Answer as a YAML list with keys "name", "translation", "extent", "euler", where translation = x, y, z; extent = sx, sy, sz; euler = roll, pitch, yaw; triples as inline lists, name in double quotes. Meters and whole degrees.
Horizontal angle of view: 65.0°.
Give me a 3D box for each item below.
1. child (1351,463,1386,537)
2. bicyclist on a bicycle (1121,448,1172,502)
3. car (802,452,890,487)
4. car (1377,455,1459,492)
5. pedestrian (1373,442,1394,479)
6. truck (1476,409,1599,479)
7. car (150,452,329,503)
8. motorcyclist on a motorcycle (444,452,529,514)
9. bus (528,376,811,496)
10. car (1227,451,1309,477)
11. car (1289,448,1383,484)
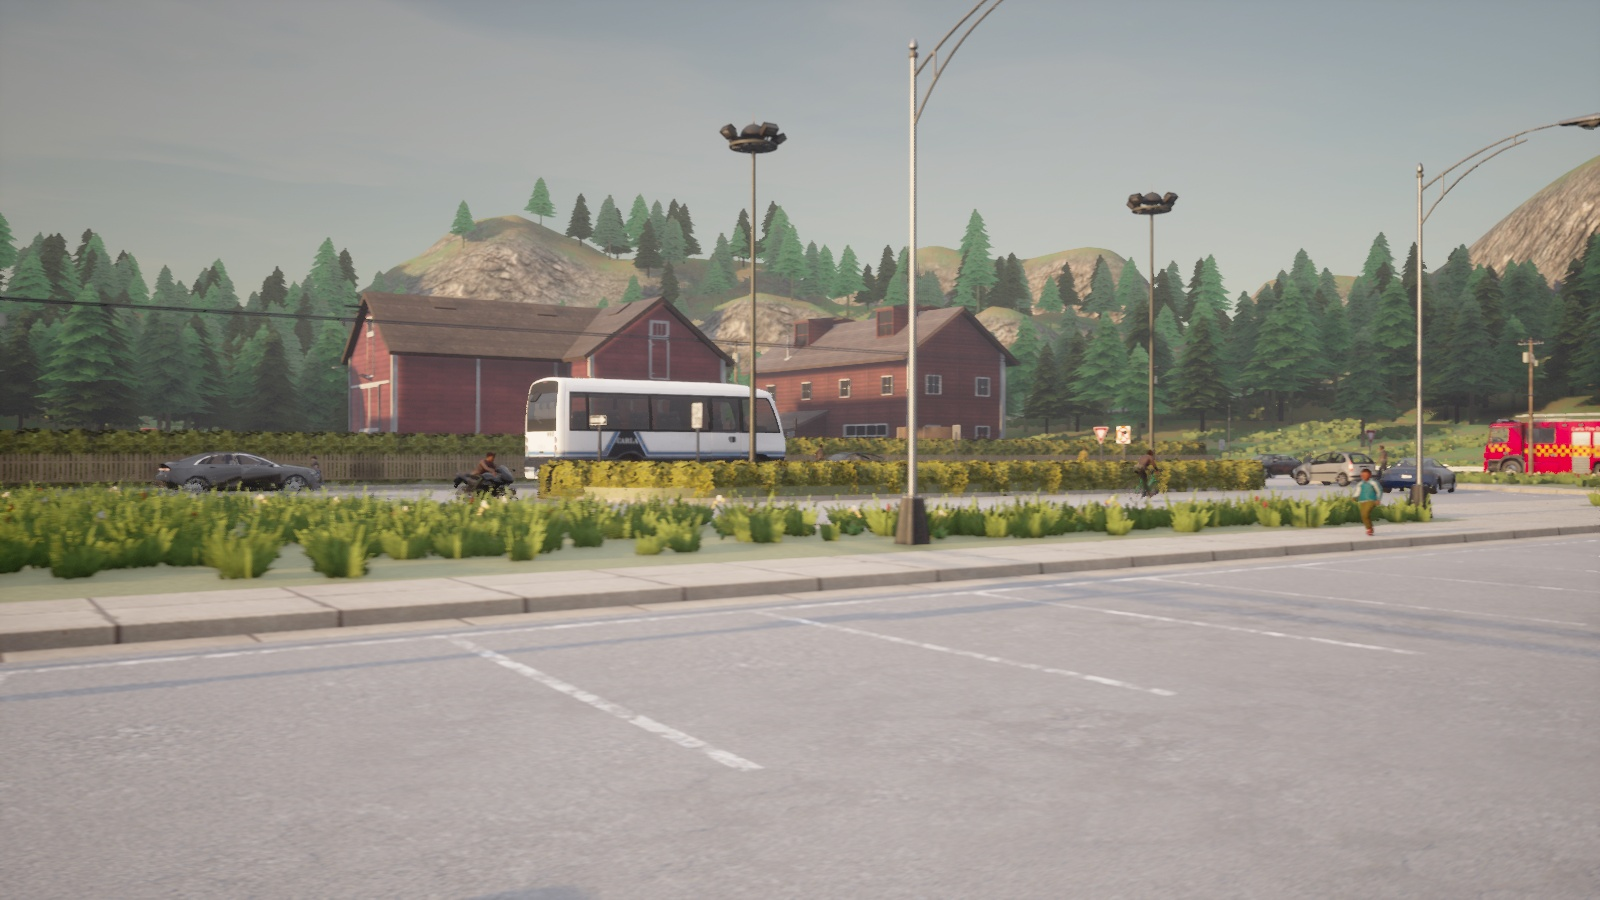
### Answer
- name: "child"
  translation: [9.265, 0.811, 20.470]
  extent: [0.448, 1.192, 0.343]
  euler: [0, 0, -36]
- name: "bicyclist on a bicycle"
  translation: [10.599, 0.769, 38.376]
  extent: [1.656, 1.620, 0.582]
  euler: [0, 0, -34]
- name: "car"
  translation: [2.125, 0.860, 57.770]
  extent: [3.705, 1.549, 1.789]
  euler: [0, 0, -34]
- name: "car"
  translation: [24.042, 0.877, 48.772]
  extent: [1.994, 1.385, 4.181]
  euler: [0, 0, 38]
- name: "pedestrian"
  translation: [28.287, 0.496, 60.928]
  extent: [0.328, 1.805, 0.869]
  euler: [0, 0, -37]
- name: "truck"
  translation: [43.666, -0.336, 71.731]
  extent: [2.891, 3.827, 8.468]
  euler: [0, 0, -34]
- name: "car"
  translation: [-17.827, 0.838, 40.018]
  extent: [4.902, 1.511, 2.128]
  euler: [0, 0, -34]
- name: "motorcyclist on a motorcycle"
  translation: [-7.923, 0.821, 31.722]
  extent: [2.044, 1.523, 0.797]
  euler: [0, -2, 27]
- name: "bus"
  translation: [-4.937, -0.502, 48.760]
  extent: [10.273, 4.253, 3.944]
  euler: [0, 0, -34]
- name: "car"
  translation: [28.116, 0.827, 75.387]
  extent: [4.902, 1.511, 2.128]
  euler: [0, 0, -34]
- name: "car"
  translation: [24.904, 0.733, 58.519]
  extent: [1.851, 1.617, 3.988]
  euler: [0, 0, -19]
